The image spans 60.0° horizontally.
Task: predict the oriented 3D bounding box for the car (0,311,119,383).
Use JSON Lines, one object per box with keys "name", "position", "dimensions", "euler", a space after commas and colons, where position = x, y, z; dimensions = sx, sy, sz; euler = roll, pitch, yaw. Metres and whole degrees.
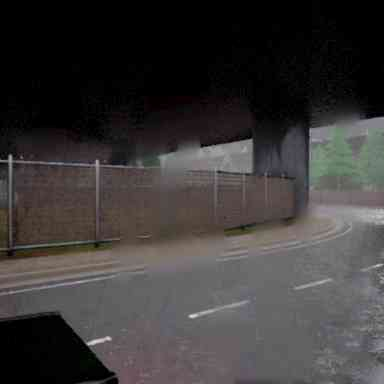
{"name": "car", "position": [-2.950, 1.600, 1.913], "dimensions": [4.718, 1.301, 1.895], "euler": [0, 0, -36]}
